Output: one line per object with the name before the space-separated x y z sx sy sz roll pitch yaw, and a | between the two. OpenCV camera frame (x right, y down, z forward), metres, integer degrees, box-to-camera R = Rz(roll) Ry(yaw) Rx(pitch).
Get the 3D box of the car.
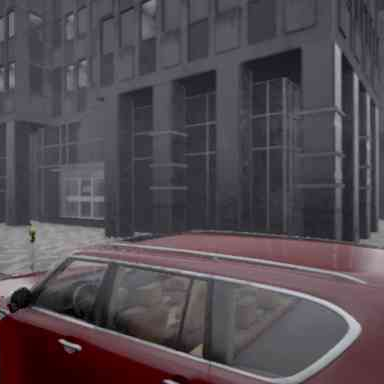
car | -0.260 1.315 3.155 5.009 1.841 2.192 0 0 36
